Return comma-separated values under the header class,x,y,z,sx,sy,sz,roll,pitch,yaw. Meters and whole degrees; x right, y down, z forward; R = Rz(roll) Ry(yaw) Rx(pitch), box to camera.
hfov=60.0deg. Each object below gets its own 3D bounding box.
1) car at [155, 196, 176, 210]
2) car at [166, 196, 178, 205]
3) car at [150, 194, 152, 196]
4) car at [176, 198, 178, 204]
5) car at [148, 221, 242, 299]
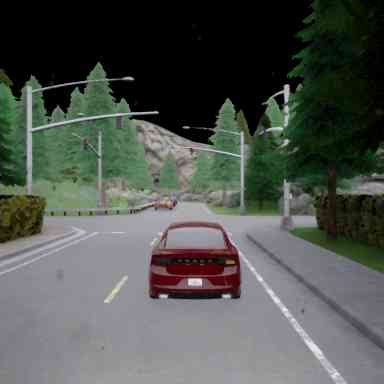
class,x,y,z,sx,sy,sz,roll,pitch,yaw
car,-3.554,1.352,42.594,2.097,1.767,4.553,0,0,0
car,-3.751,1.478,61.905,1.882,1.535,5.008,0,0,-6
car,-10.937,1.355,79.637,4.553,1.767,2.097,0,0,24
car,-3.534,1.478,51.731,1.882,1.535,5.008,0,0,0
car,0.075,1.478,8.490,1.882,1.535,5.008,0,0,0
